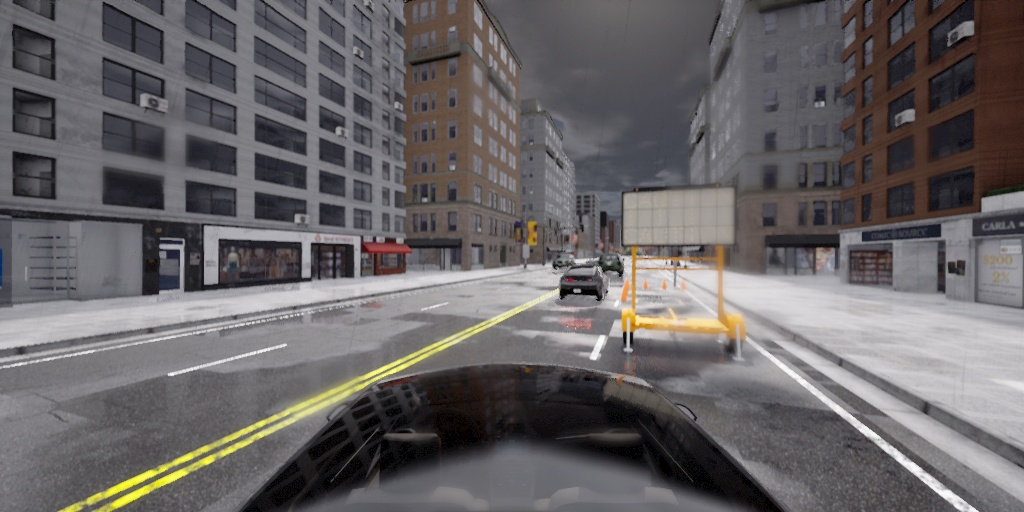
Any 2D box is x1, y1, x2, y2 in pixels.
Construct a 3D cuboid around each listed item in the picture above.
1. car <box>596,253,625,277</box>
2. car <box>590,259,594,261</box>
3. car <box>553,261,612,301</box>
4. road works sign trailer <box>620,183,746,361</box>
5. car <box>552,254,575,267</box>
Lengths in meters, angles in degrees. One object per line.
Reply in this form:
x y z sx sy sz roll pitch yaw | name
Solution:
9.238 0.793 33.372 2.150 2.045 5.566 0 0 19 | car
11.056 1.058 48.708 1.994 1.385 4.181 0 0 19 | car
3.495 1.168 17.009 1.837 1.490 4.892 0 0 19 | car
3.814 0.178 8.408 2.380 3.560 2.880 0 0 19 | road works sign trailer
6.802 0.724 46.503 2.150 2.045 5.566 0 0 20 | car
